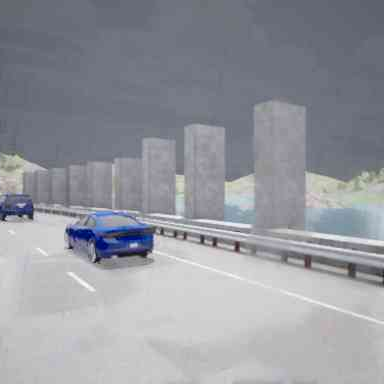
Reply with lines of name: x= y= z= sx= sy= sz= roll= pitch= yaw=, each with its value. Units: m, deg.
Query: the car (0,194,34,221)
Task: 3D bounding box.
car: x=-14.665 y=1.203 z=27.275 sx=2.150 sy=2.045 sz=5.566 roll=0 pitch=0 yaw=-40

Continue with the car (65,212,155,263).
car: x=-3.178 y=1.471 z=12.152 sx=1.882 sy=1.535 sz=5.008 roll=0 pitch=0 yaw=-35
